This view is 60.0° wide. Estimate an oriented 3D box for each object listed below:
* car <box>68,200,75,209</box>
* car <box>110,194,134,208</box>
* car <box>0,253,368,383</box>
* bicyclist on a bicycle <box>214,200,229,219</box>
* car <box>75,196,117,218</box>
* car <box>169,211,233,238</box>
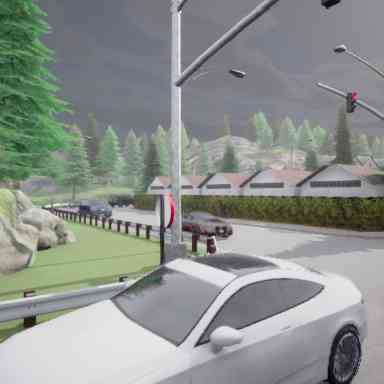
[{"bbox_3d":[-16.510,1.670,49.481,2.128,1.511,4.902,0,0,14],"label":"car"},{"bbox_3d":[-10.955,1.398,53.198,2.150,2.045,5.566,0,0,33],"label":"car"},{"bbox_3d":[0.210,1.522,3.804,4.674,1.442,1.812,0,1,-36],"label":"car"},{"bbox_3d":[2.525,1.494,28.091,1.656,1.620,0.582,0,0,-35],"label":"bicyclist on a bicycle"},{"bbox_3d":[-9.346,1.543,32.084,2.097,1.767,4.553,0,0,-34],"label":"car"},{"bbox_3d":[0.327,1.755,18.184,1.994,1.385,4.181,0,0,-35],"label":"car"}]
